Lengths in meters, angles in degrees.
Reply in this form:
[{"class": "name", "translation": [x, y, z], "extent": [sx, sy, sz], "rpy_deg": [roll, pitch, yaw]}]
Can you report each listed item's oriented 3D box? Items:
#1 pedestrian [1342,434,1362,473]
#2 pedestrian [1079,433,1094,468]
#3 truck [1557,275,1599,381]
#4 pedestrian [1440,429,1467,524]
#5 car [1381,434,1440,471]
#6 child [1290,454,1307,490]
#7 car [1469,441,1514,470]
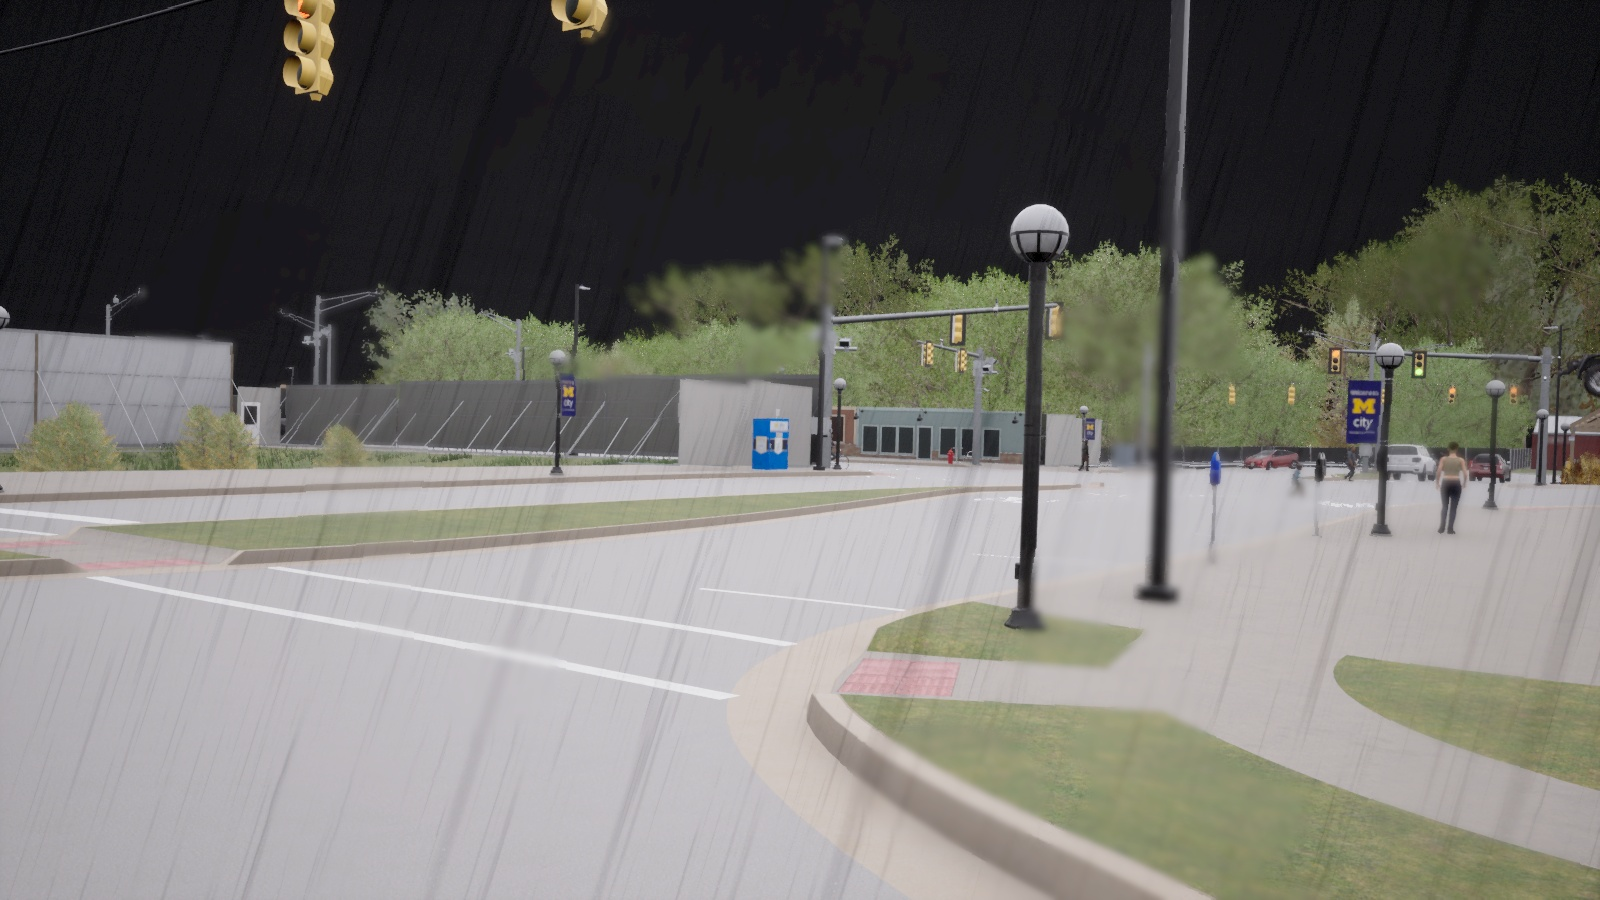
[{"class": "pedestrian", "translation": [26.573, 0.143, 60.460], "extent": [0.694, 1.848, 0.540], "rpy_deg": [2, 2, 40]}, {"class": "pedestrian", "translation": [15.940, 0.005, 69.936], "extent": [0.395, 1.930, 0.692], "rpy_deg": [0, 2, -30]}, {"class": "truck", "translation": [30.166, -4.364, 42.208], "extent": [7.936, 3.462, 2.891], "rpy_deg": [-3, 2, 32]}, {"class": "pedestrian", "translation": [12.830, 0.501, 24.649], "extent": [0.345, 1.836, 0.594], "rpy_deg": [2, 2, 34]}, {"class": "car", "translation": [35.004, 0.158, 71.878], "extent": [2.150, 2.045, 5.566], "rpy_deg": [0, 0, 35]}, {"class": "child", "translation": [16.979, 0.749, 42.772], "extent": [0.448, 1.192, 0.343], "rpy_deg": [2, 2, 36]}, {"class": "car", "translation": [40.738, 0.294, 73.917], "extent": [1.851, 1.617, 3.988], "rpy_deg": [0, 1, 36]}]
